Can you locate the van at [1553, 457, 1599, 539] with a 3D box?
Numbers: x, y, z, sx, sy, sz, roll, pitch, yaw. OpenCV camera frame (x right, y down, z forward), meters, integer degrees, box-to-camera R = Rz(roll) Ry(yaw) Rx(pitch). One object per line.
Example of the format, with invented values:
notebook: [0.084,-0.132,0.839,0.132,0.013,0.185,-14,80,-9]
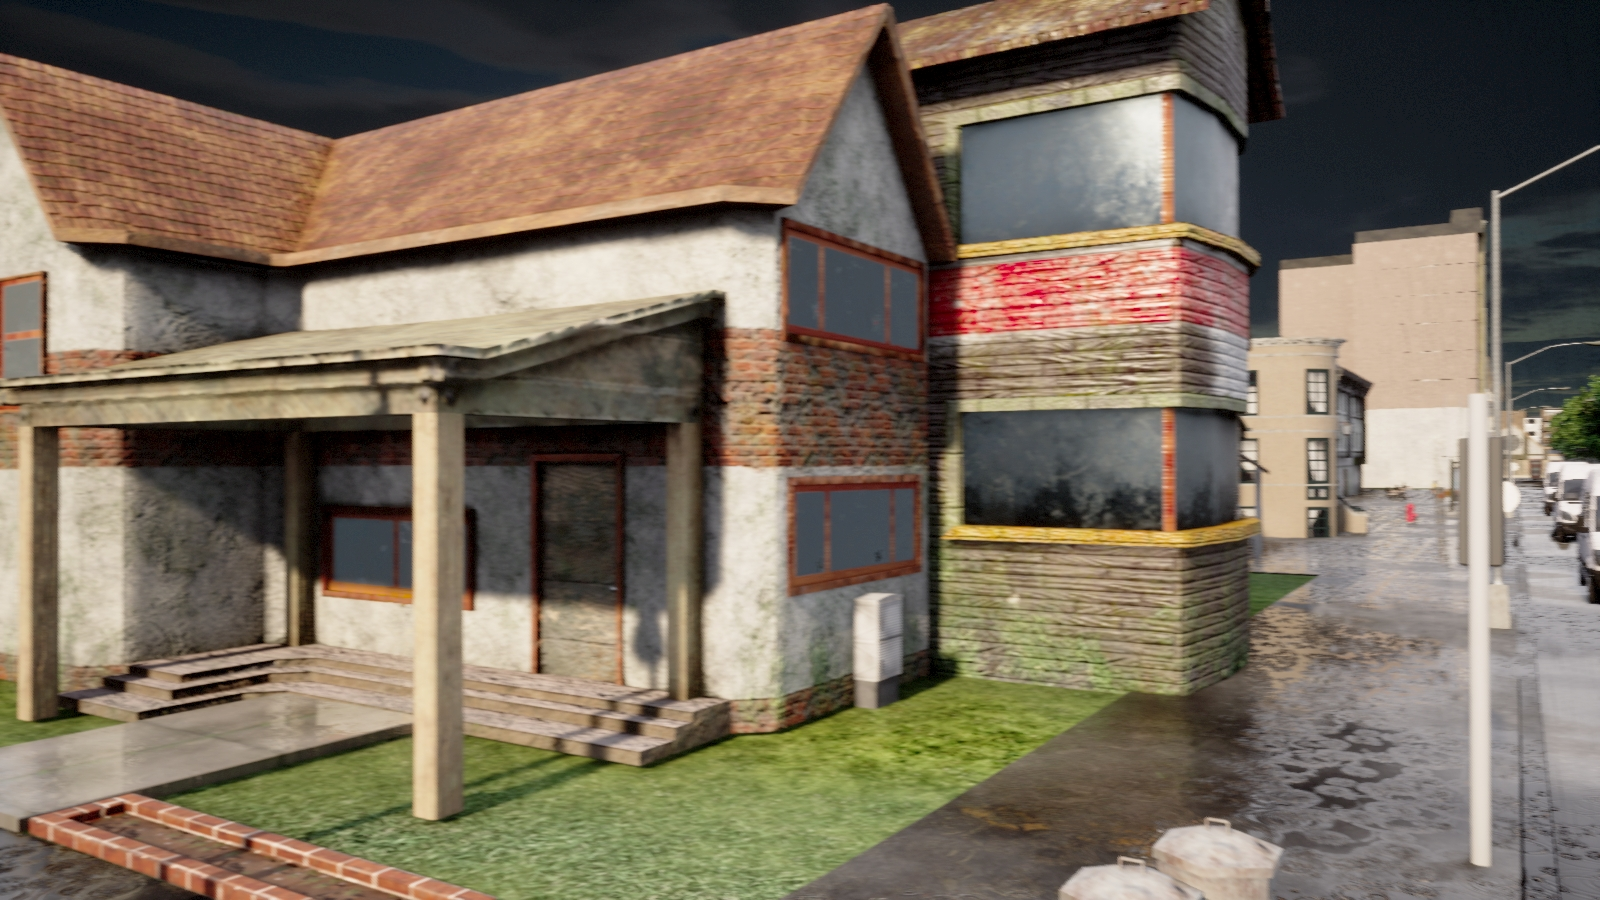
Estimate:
van: [26.675,1.532,38.550,1.988,2.561,5.915,0,0,32]

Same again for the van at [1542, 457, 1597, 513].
van: [36.930,1.627,54.929,1.988,2.561,5.915,0,-1,32]

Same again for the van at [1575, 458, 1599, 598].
van: [16.900,1.443,22.945,1.988,2.561,5.915,0,-1,32]
